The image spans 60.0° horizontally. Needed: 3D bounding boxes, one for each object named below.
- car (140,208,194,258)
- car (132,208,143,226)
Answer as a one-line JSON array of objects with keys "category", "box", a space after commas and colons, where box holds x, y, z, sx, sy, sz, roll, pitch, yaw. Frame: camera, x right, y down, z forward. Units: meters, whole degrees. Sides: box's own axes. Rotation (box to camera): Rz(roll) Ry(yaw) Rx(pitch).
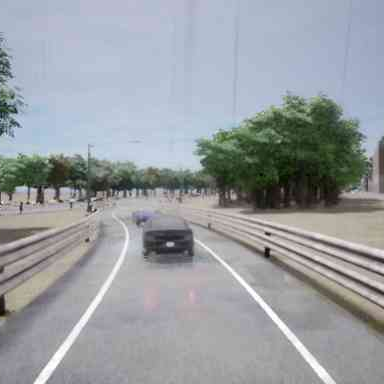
[{"category": "car", "box": [-1.095, 1.677, 13.862, 1.882, 1.535, 5.008, 0, -1, -8]}, {"category": "car", "box": [-3.843, 1.992, 27.281, 1.895, 1.301, 4.718, 0, -1, -15]}]
